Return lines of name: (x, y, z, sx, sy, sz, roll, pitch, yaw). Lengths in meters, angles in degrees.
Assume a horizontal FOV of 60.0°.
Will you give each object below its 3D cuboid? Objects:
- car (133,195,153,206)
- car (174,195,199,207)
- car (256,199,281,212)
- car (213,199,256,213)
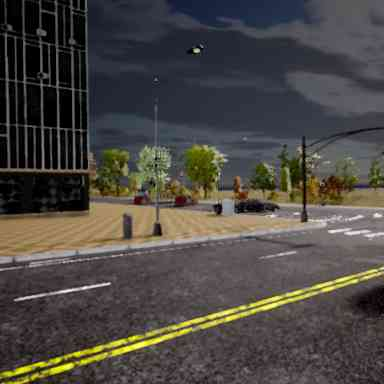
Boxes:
car: (-8.336, 1.394, 56.710, 2.097, 1.767, 4.553, -1, 1, -33)
car: (-0.879, 1.331, 51.134, 2.097, 1.767, 4.553, -1, 1, -33)
car: (7.579, 1.515, 38.091, 2.033, 1.411, 5.357, -1, 1, -33)
car: (4.449, 1.628, 36.948, 1.895, 1.301, 4.718, -1, 1, -33)
